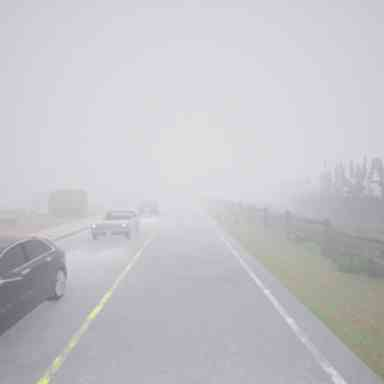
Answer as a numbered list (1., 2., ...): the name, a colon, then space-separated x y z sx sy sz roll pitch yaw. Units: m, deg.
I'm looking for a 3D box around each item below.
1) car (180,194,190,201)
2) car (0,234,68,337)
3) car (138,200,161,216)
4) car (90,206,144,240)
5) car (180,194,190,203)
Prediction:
1. car: -1.634 1.304 78.104 2.033 1.411 5.357 -1 0 -6
2. car: -3.691 1.581 5.708 1.837 1.490 4.892 -1 0 -1
3. car: -4.220 1.540 33.171 2.128 1.511 4.902 -1 0 -1
4. car: -3.943 1.666 17.784 1.895 1.301 4.718 -1 0 -1
5. car: -1.417 1.289 67.860 2.097 1.767 4.553 -1 0 -1
